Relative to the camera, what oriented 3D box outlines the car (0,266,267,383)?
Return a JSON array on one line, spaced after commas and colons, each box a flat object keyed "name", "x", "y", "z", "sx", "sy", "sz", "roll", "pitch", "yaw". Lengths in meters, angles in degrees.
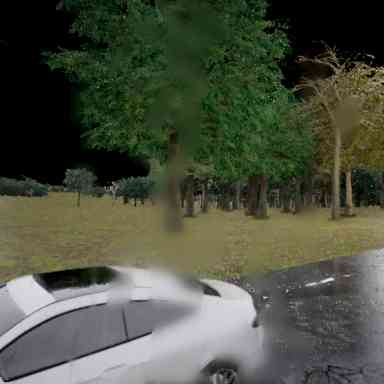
[{"name": "car", "x": -1.304, "y": 1.526, "z": 3.061, "sx": 4.674, "sy": 1.442, "sz": 1.812, "roll": 0, "pitch": 0, "yaw": -35}]
